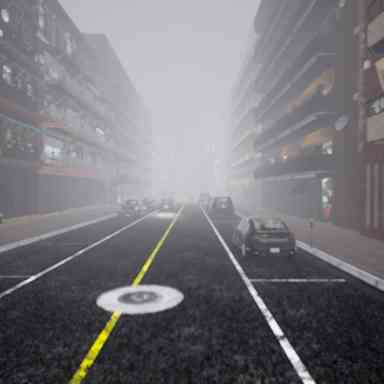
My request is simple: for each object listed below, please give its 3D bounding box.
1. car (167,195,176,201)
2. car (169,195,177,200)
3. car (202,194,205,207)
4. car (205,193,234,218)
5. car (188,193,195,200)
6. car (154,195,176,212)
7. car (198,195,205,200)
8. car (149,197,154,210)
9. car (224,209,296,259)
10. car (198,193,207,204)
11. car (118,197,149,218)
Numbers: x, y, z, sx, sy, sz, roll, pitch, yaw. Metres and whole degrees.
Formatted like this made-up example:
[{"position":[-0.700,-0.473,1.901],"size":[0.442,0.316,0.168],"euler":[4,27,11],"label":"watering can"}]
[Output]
[{"position":[-5.319,1.463,86.049],"size":[1.887,1.381,4.507],"euler":[-1,0,0],"label":"car"},{"position":[-5.319,1.460,91.700],"size":[1.887,1.381,4.507],"euler":[-1,0,0],"label":"car"},{"position":[2.561,1.395,40.630],"size":[1.967,1.590,4.097],"euler":[-1,0,0],"label":"car"},{"position":[2.544,1.281,29.302],"size":[2.192,1.841,5.009],"euler":[-1,0,0],"label":"car"},{"position":[0.006,1.312,80.494],"size":[2.033,1.411,5.357],"euler":[0,0,0],"label":"car"},{"position":[-2.837,1.449,38.854],"size":[2.128,1.511,4.902],"euler":[0,0,0],"label":"car"},{"position":[2.562,1.497,91.609],"size":[1.802,1.307,4.206],"euler":[-1,0,0],"label":"car"},{"position":[-5.323,1.395,40.839],"size":[1.967,1.590,4.097],"euler":[-1,0,0],"label":"car"},{"position":[2.524,1.536,12.309],"size":[2.008,1.369,4.403],"euler":[-1,0,0],"label":"car"},{"position":[2.273,1.165,61.975],"size":[2.150,2.045,5.566],"euler":[0,0,0],"label":"car"},{"position":[-5.324,1.406,29.536],"size":[1.967,1.590,4.097],"euler":[-1,0,0],"label":"car"}]
